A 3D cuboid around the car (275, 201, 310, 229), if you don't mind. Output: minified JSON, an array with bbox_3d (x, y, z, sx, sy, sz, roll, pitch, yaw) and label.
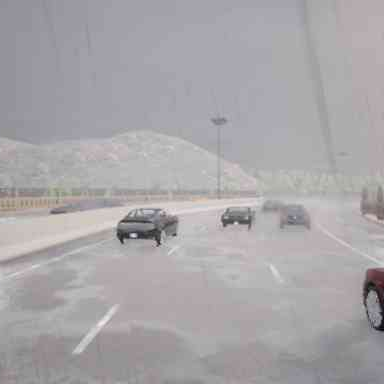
[{"bbox_3d":[6.740,1.554,21.949,2.033,1.411,5.357,0,0,16],"label":"car"}]

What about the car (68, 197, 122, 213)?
[{"bbox_3d":[-6.923,1.292,25.332,2.097,1.767,4.553,0,0,16],"label":"car"}]

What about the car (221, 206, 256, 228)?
[{"bbox_3d":[3.235,1.591,22.258,1.895,1.301,4.718,0,0,15],"label":"car"}]

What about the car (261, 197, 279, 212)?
[{"bbox_3d":[9.614,1.564,38.987,1.994,1.385,4.181,0,0,26],"label":"car"}]

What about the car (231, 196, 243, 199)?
[{"bbox_3d":[9.010,1.468,64.316,1.882,1.535,5.008,0,0,38],"label":"car"}]

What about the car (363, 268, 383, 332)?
[{"bbox_3d":[3.823,1.491,3.787,1.882,1.535,5.008,0,0,2],"label":"car"}]

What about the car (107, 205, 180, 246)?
[{"bbox_3d":[-1.844,1.466,15.242,2.128,1.511,4.902,0,0,10],"label":"car"}]

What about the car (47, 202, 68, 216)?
[{"bbox_3d":[-9.794,1.471,28.317,2.033,1.411,5.357,0,0,17],"label":"car"}]

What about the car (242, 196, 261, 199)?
[{"bbox_3d":[12.219,1.552,62.738,2.033,1.411,5.357,0,0,39],"label":"car"}]

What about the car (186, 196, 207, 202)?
[{"bbox_3d":[0.782,1.415,58.947,1.882,1.535,5.008,0,0,34],"label":"car"}]
